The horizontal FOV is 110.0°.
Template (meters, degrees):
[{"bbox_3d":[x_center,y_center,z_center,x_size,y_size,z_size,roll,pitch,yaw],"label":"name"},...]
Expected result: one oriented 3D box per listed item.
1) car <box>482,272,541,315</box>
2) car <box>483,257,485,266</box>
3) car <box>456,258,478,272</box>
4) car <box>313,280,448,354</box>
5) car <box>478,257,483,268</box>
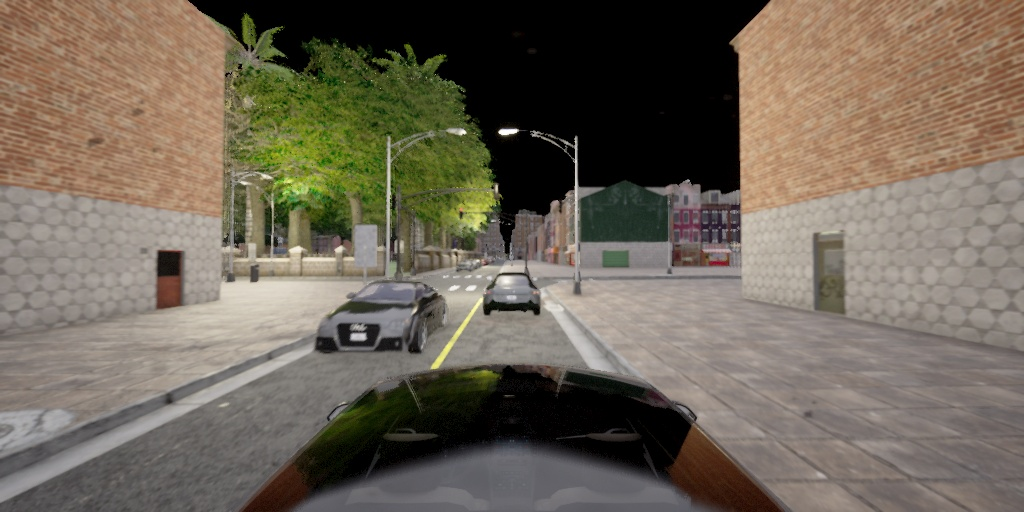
[{"bbox_3d":[0.019,1.275,13.311,1.994,1.385,4.181,0,0,1],"label":"car"},{"bbox_3d":[-5.612,1.170,54.895,1.948,1.339,4.313,0,0,0],"label":"car"},{"bbox_3d":[-5.535,1.179,42.310,2.007,1.370,4.403,0,0,0],"label":"car"},{"bbox_3d":[-2.816,1.290,8.585,1.994,1.385,4.181,0,0,0],"label":"car"},{"bbox_3d":[-5.567,1.164,49.445,2.007,1.370,4.403,0,0,0],"label":"car"}]
